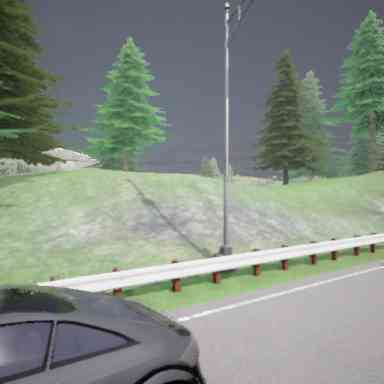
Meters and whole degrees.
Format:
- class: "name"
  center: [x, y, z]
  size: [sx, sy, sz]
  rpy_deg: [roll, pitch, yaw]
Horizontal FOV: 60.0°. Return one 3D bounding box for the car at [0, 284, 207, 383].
- class: "car"
  center: [-1.912, 1.562, 2.604]
  size: [4.181, 1.385, 1.994]
  rpy_deg: [0, 0, -35]
